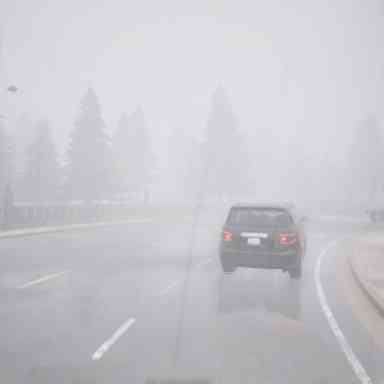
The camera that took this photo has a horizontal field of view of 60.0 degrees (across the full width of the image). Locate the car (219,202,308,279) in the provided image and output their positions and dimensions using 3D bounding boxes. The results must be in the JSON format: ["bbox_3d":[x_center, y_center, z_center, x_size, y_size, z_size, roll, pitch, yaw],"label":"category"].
[{"bbox_3d":[2.483,1.342,10.800,2.150,2.045,5.566,0,0,20],"label":"car"}]

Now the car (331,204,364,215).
[{"bbox_3d":[19.289,2.065,40.167,4.718,1.301,1.895,0,-1,-18],"label":"car"}]

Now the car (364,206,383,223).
[{"bbox_3d":[16.698,1.804,27.371,5.008,1.535,1.882,1,-1,-32],"label":"car"}]
